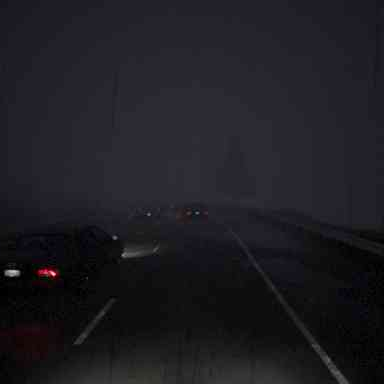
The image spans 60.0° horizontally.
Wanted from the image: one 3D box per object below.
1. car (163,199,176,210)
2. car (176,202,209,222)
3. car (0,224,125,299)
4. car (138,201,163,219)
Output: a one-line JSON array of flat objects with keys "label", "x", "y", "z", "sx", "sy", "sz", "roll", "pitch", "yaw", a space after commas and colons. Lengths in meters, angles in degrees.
[{"label": "car", "x": -3.006, "y": 1.570, "z": 42.691, "sx": 1.895, "sy": 1.301, "sz": 4.718, "roll": 0, "pitch": 0, "yaw": -15}, {"label": "car", "x": 0.150, "y": 1.530, "z": 25.959, "sx": 2.033, "sy": 1.411, "sz": 5.357, "roll": 0, "pitch": 0, "yaw": -5}, {"label": "car", "x": -3.208, "y": 1.539, "z": 8.630, "sx": 2.033, "sy": 1.411, "sz": 5.357, "roll": 0, "pitch": 0, "yaw": 2}, {"label": "car", "x": -3.650, "y": 1.503, "z": 28.351, "sx": 1.812, "sy": 1.442, "sz": 4.674, "roll": 0, "pitch": 0, "yaw": -7}]
